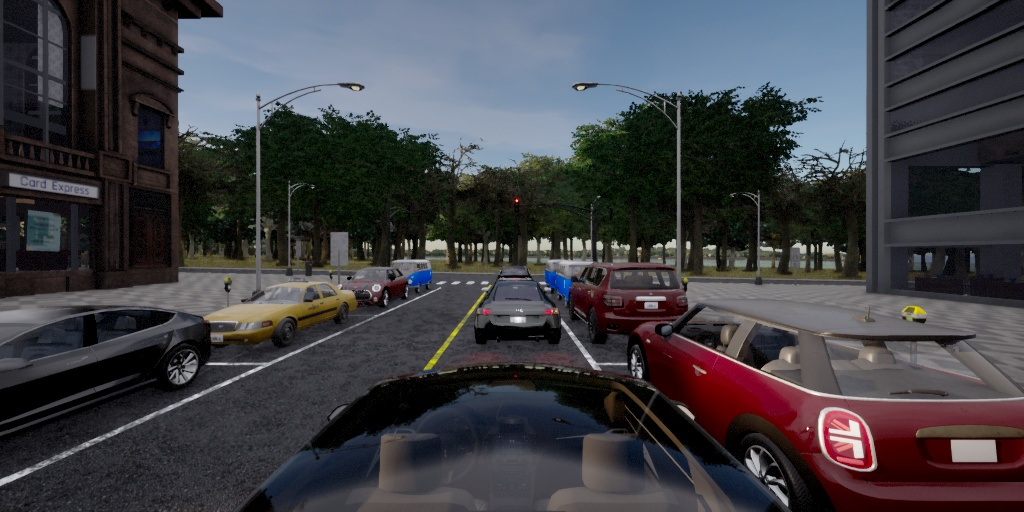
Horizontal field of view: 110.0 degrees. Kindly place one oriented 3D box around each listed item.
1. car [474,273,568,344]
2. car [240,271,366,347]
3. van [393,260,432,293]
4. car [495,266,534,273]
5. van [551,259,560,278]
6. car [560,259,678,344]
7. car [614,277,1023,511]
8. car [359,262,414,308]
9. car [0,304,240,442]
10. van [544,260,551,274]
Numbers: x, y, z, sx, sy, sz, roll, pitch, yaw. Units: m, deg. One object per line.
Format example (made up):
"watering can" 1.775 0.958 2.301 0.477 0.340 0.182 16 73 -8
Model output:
"car" 0.118 1.314 9.570 1.994 1.385 4.181 0 0 0
"car" -5.750 1.276 9.368 1.751 1.417 4.829 0 0 0
"van" -5.729 1.092 20.413 1.690 1.789 3.998 0 0 0
"car" 0.131 1.243 18.451 2.128 1.511 4.902 0 0 0
"van" 2.786 1.092 14.959 1.690 1.789 3.998 0 0 0
"car" 2.776 1.065 9.522 2.192 1.841 5.009 0 0 0
"car" 2.766 1.190 4.084 1.967 1.591 4.097 0 0 0
"car" -5.739 1.191 14.975 1.967 1.591 4.097 0 0 0
"car" -5.759 1.316 4.100 1.948 1.339 4.313 0 0 0
"van" 2.796 1.092 20.397 1.690 1.789 3.998 0 0 0
